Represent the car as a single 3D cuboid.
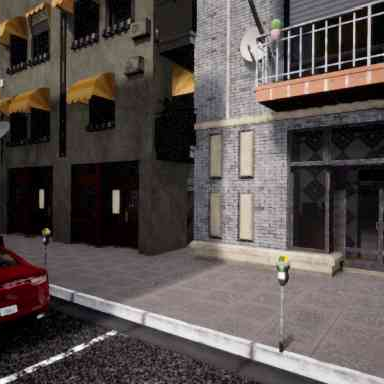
[{"bbox_3d":[-4.405,1.544,6.015,4.507,1.381,1.887,0,1,36],"label":"car"}]
